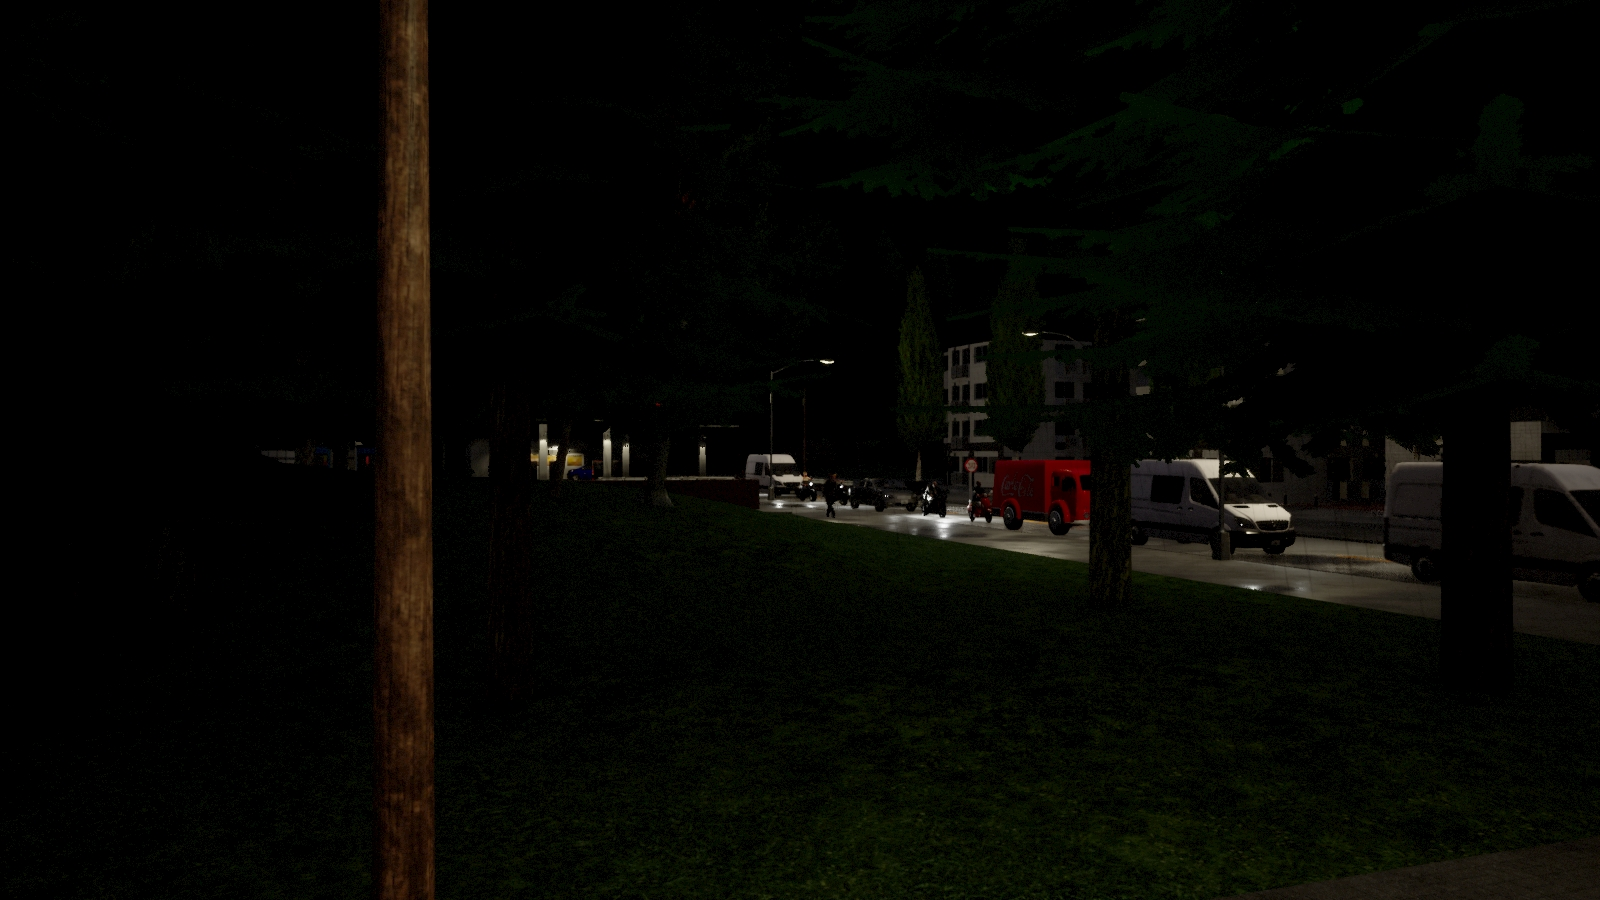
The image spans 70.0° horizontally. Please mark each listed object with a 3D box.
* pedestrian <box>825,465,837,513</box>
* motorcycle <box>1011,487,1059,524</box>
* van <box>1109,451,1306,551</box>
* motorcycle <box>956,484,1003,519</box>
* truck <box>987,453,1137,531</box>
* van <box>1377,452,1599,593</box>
[{"bbox_3d":[1.225,1.532,45.035,0.375,1.860,0.375,0,0,-20],"label":"pedestrian"},{"bbox_3d":[8.397,1.970,40.853,0.856,1.236,1.805,0,0,-20],"label":"motorcycle"},{"bbox_3d":[11.386,1.323,32.512,1.988,2.561,5.915,0,0,-20],"label":"van"},{"bbox_3d":[6.991,1.993,44.695,0.867,1.251,2.209,0,0,-20],"label":"motorcycle"},{"bbox_3d":[8.905,1.356,39.393,2.627,2.467,5.204,0,0,-20],"label":"truck"},{"bbox_3d":[14.813,1.323,23.037,1.988,2.561,5.915,0,0,-20],"label":"van"}]
